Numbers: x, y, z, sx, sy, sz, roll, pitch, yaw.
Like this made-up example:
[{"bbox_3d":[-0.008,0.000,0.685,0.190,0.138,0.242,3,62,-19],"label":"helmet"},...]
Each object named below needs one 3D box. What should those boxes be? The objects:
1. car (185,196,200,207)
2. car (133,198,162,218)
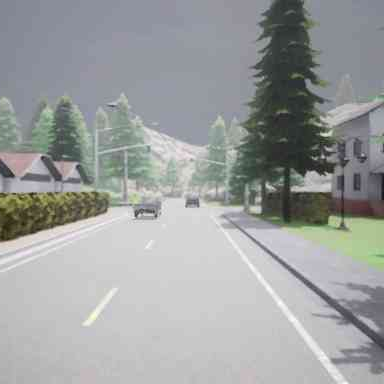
[{"bbox_3d":[0.085,1.254,45.690,1.837,1.490,4.892,0,1,0],"label":"car"},{"bbox_3d":[-3.504,1.199,27.238,2.033,1.411,5.357,0,0,0],"label":"car"}]
